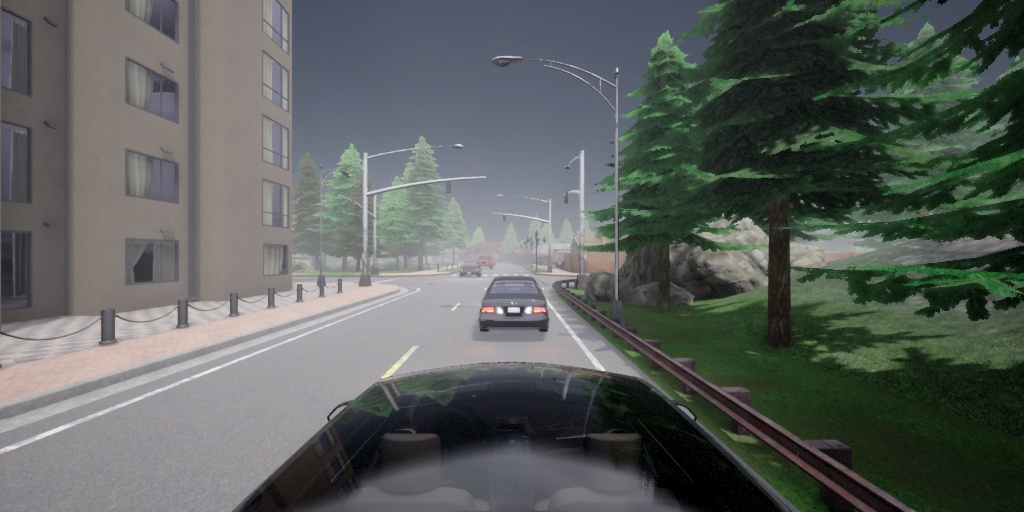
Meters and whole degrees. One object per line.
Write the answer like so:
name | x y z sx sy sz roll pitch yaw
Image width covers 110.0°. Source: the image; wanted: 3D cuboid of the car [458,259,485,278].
car | -3.843 1.255 33.895 1.812 1.442 4.674 0 0 -1

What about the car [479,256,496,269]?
car | -4.059 0.944 54.016 2.150 2.045 5.566 0 0 0

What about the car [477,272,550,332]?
car | 0.066 1.297 10.825 2.033 1.411 5.357 0 0 1
